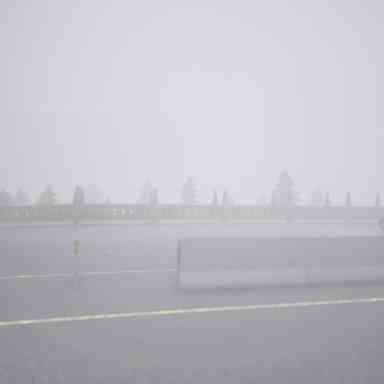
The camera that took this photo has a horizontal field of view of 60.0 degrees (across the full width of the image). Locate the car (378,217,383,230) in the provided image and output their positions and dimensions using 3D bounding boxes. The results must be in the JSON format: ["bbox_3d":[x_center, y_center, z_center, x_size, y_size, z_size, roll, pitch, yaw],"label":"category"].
[{"bbox_3d":[14.990,1.906,22.304,5.008,1.535,1.882,1,-1,-12],"label":"car"}]
